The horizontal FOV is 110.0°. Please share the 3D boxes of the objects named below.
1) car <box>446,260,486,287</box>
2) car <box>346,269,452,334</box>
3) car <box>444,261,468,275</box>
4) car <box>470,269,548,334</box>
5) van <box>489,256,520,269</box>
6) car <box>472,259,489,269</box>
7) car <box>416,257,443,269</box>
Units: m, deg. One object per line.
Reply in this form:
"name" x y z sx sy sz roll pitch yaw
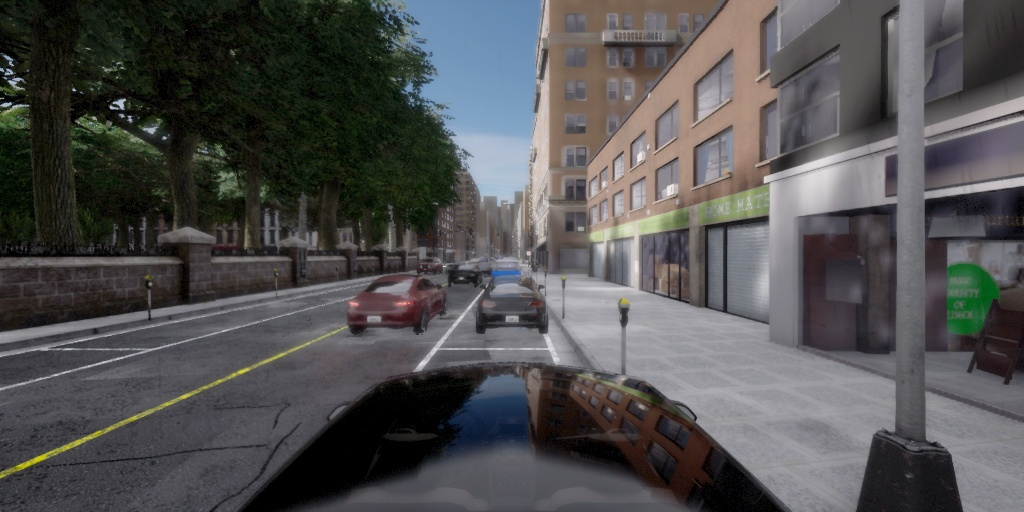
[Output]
"car" -3.077 1.218 24.354 1.882 1.535 5.008 0 0 0
"car" -3.141 1.273 10.500 1.812 1.442 4.674 0 0 0
"car" -6.218 1.288 40.351 1.994 1.385 4.181 0 0 0
"car" 0.004 1.274 10.500 1.812 1.442 4.674 0 0 0
"van" -0.289 1.083 21.849 1.690 1.789 3.998 0 0 0
"car" -3.077 1.289 39.357 1.994 1.385 4.181 0 0 0
"car" -8.813 1.040 38.791 2.192 1.841 5.009 0 0 0
